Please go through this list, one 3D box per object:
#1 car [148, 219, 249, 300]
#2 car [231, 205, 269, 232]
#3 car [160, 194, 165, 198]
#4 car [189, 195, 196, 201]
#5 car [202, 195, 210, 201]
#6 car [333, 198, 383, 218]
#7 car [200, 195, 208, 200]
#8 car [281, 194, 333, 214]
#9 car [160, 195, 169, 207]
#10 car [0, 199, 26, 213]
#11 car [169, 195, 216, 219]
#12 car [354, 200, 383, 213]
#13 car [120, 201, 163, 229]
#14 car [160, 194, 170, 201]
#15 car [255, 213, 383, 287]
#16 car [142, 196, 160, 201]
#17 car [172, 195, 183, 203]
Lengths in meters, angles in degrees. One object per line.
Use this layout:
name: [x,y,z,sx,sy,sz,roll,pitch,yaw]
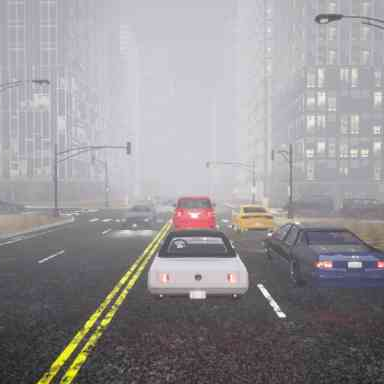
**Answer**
car: [0.110,1.597,8.329,1.895,1.301,4.718,0,0,0]
car: [3.373,1.468,19.175,1.882,1.535,5.008,0,0,1]
car: [-6.494,1.431,60.418,1.882,1.535,5.008,0,0,-1]
car: [0.081,1.449,82.183,1.812,1.442,4.674,0,0,0]
car: [3.331,1.404,81.207,1.882,1.535,5.008,0,0,0]
car: [16.232,1.519,30.762,5.009,1.841,2.192,1,0,1]
car: [3.342,1.448,92.399,2.033,1.411,5.357,0,0,0]
car: [12.686,1.301,36.551,5.566,2.045,2.150,0,1,0]
car: [-3.289,1.528,51.177,1.994,1.385,4.181,0,0,0]
car: [-19.359,1.407,33.970,4.181,1.385,1.994,1,1,1]
car: [0.118,1.212,18.088,2.150,2.045,5.566,0,0,0]
car: [21.849,1.642,39.042,4.829,1.417,1.752,1,0,1]
car: [-3.330,1.534,21.904,2.033,1.411,5.357,0,0,0]
car: [-6.421,1.282,80.618,2.097,1.767,4.553,0,0,0]
car: [3.364,1.543,9.356,2.033,1.411,5.357,0,0,0]
car: [-6.544,1.456,50.744,2.128,1.511,4.902,0,0,0]
car: [-3.180,1.465,71.526,2.128,1.511,4.902,0,0,0]
